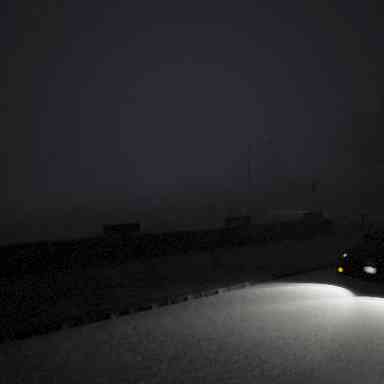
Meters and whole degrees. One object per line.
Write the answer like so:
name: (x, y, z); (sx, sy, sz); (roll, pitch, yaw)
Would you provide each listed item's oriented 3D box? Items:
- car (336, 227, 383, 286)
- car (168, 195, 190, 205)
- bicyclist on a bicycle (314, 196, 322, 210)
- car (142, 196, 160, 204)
car: (5.615, 1.564, 8.612); (4.181, 1.385, 1.994); (0, 0, -35)
car: (-2.302, 1.351, 57.303); (2.097, 1.767, 4.553); (0, 0, -35)
bicyclist on a bicycle: (15.190, 1.348, 40.104); (1.656, 1.620, 0.582); (0, 0, -36)
car: (-8.175, 1.477, 65.455); (1.882, 1.535, 5.008); (0, 0, -36)
